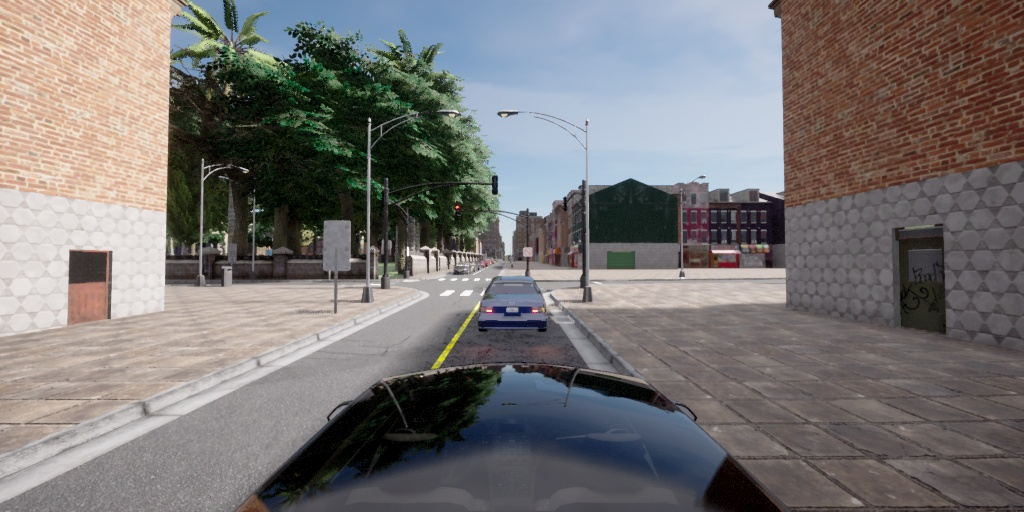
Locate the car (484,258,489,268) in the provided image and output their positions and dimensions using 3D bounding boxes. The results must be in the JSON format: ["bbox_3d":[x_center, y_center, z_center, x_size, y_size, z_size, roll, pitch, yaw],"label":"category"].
[{"bbox_3d":[-5.640,1.416,63.481,1.802,1.307,4.207,0,0,0],"label":"car"}]

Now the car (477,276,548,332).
[{"bbox_3d":[0.028,1.301,10.850,2.033,1.411,5.357,0,0,0],"label":"car"}]

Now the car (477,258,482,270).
[{"bbox_3d":[-5.522,1.344,47.131,2.007,1.370,4.403,0,0,0],"label":"car"}]

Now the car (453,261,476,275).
[{"bbox_3d":[-5.497,1.333,39.996,2.007,1.370,4.403,0,0,0],"label":"car"}]

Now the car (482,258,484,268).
[{"bbox_3d":[-5.561,1.371,52.581,1.948,1.339,4.313,0,0,0],"label":"car"}]
